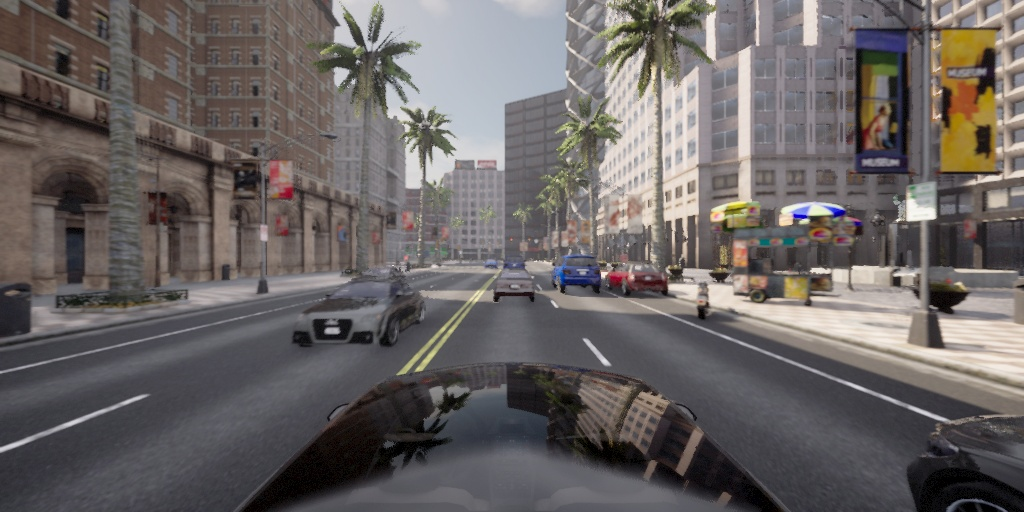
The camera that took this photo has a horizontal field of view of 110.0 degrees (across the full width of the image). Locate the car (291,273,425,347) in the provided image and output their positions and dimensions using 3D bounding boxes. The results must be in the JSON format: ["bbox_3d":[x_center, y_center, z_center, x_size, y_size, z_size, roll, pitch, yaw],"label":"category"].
[{"bbox_3d":[-3.596,1.312,9.167,1.994,1.385,4.181,0,0,0],"label":"car"}]

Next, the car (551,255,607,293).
[{"bbox_3d":[3.610,0.966,20.872,2.150,2.045,5.566,0,0,0],"label":"car"}]

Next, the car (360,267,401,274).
[{"bbox_3d":[-7.083,1.308,19.426,1.994,1.385,4.181,0,0,0],"label":"car"}]

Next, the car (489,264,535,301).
[{"bbox_3d":[0.102,1.293,17.179,2.033,1.411,5.357,0,0,0],"label":"car"}]

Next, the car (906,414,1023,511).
[{"bbox_3d":[3.600,1.276,0.433,1.812,1.442,4.674,0,0,0],"label":"car"}]

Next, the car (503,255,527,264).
[{"bbox_3d":[0.258,0.961,35.796,2.150,2.045,5.566,0,0,1],"label":"car"}]

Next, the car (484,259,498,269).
[{"bbox_3d":[-3.132,1.223,54.796,1.882,1.535,5.008,0,0,1],"label":"car"}]
